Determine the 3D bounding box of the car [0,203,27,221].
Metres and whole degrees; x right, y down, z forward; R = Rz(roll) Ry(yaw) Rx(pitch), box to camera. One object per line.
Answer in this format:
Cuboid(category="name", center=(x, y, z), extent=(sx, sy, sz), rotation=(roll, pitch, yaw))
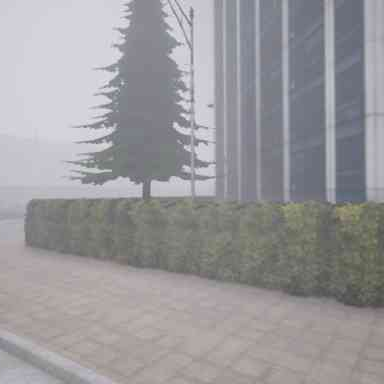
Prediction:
Cuboid(category="car", center=(-14.909, 1.672, 26.306), extent=(2.128, 1.511, 4.902), rotation=(-1, 0, 35))
